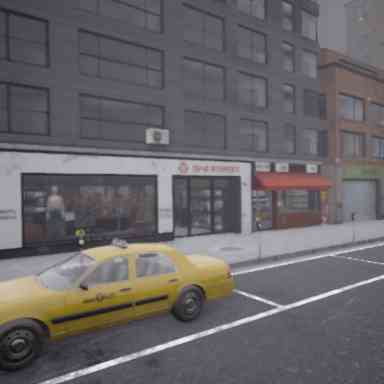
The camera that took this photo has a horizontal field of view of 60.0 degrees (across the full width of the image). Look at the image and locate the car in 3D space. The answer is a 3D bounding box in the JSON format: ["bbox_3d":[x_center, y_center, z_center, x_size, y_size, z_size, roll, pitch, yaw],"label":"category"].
[{"bbox_3d":[-1.461,1.515,5.620,4.829,1.417,1.752,0,-1,-35],"label":"car"}]
